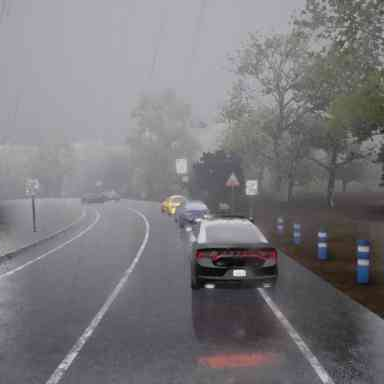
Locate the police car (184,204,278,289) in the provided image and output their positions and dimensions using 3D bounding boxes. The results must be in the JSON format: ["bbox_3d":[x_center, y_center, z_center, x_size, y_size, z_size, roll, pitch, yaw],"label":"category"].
[{"bbox_3d":[0.866,1.369,9.187,1.930,1.638,5.238,0,1,-2],"label":"police car"}]

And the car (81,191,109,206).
[{"bbox_3d":[-12.138,0.917,40.616,1.895,1.301,4.718,-4,2,-31],"label":"car"}]

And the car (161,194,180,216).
[{"bbox_3d":[-1.217,0.936,25.693,1.801,1.575,5.366,-2,2,-14],"label":"car"}]

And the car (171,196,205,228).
[{"bbox_3d":[0.037,1.201,19.362,1.812,1.442,4.674,-1,2,-8],"label":"car"}]

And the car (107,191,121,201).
[{"bbox_3d":[-11.735,0.608,46.443,2.033,1.411,5.357,-5,3,-35],"label":"car"}]
